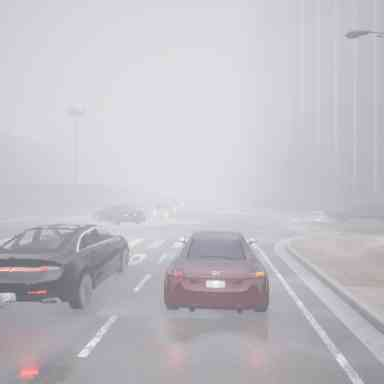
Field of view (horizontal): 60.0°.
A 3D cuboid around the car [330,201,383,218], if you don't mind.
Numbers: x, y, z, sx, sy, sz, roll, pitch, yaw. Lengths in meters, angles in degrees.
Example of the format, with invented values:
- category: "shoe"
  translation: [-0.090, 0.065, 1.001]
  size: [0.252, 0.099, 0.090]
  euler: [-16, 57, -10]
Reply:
- category: "car"
  translation: [15.512, 1.560, 30.548]
  size: [4.892, 1.490, 1.837]
  euler: [0, 0, 4]

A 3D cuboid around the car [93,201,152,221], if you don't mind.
- category: "car"
  translation: [-5.343, 1.551, 23.858]
  size: [2.033, 1.411, 5.357]
  euler: [0, 0, -38]

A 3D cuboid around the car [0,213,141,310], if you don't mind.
- category: "car"
  translation: [-2.854, 1.491, 7.827]
  size: [2.128, 1.511, 4.902]
  euler: [0, 0, 3]

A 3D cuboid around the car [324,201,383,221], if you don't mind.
- category: "car"
  translation: [13.732, 1.603, 27.173]
  size: [5.357, 1.411, 2.033]
  euler: [0, 0, 4]

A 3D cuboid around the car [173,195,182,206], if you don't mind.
- category: "car"
  translation: [-3.175, 1.526, 53.439]
  size: [1.812, 1.442, 4.674]
  euler: [0, 0, 4]

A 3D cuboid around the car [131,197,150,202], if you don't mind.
- category: "car"
  translation: [-7.345, 1.526, 44.745]
  size: [1.812, 1.442, 4.674]
  euler: [0, 0, 4]

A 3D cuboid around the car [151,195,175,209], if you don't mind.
- category: "car"
  translation: [-3.855, 1.526, 44.485]
  size: [1.812, 1.442, 4.674]
  euler: [0, 0, 4]

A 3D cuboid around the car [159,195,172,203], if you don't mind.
- category: "car"
  translation: [-5.490, 1.478, 68.291]
  size: [1.882, 1.535, 5.008]
  euler: [0, 0, 5]

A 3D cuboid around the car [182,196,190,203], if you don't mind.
- category: "car"
  translation: [-2.111, 1.492, 66.773]
  size: [2.128, 1.511, 4.902]
  euler: [0, 0, 5]

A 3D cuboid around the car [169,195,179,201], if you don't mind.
- category: "car"
  translation: [-4.413, 1.510, 82.445]
  size: [1.812, 1.442, 4.674]
  euler: [0, 0, 4]

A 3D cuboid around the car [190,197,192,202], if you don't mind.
- category: "car"
  translation: [-1.173, 1.550, 78.858]
  size: [1.994, 1.385, 4.181]
  euler: [0, 0, 4]

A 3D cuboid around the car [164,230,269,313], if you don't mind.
- category: "car"
  translation: [0.576, 1.564, 7.759]
  size: [1.994, 1.385, 4.181]
  euler: [0, 0, 5]
